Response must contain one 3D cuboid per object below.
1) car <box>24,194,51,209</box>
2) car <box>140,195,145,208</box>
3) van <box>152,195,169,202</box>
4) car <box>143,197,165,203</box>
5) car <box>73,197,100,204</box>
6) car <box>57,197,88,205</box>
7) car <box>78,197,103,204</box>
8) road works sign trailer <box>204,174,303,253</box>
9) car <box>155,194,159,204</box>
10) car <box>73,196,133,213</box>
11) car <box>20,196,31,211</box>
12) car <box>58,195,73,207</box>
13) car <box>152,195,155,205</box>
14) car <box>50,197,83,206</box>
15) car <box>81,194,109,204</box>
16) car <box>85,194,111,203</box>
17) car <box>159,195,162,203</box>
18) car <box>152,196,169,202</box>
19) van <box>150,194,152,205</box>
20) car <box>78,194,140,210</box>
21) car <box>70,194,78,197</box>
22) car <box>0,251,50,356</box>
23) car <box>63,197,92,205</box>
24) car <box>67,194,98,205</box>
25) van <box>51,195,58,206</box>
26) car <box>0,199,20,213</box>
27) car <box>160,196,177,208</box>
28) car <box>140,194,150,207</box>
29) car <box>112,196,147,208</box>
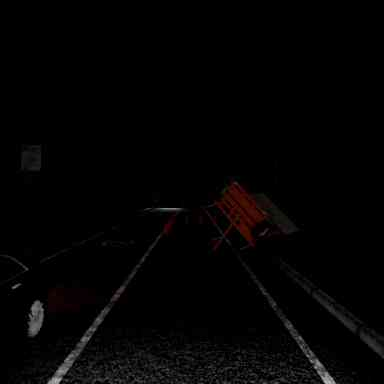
[{"bbox_3d":[-21.892,1.385,44.421,4.553,1.767,2.185,0,0,0],"label":"car"},{"bbox_3d":[-8.849,1.490,41.656,4.892,1.521,2.231,0,0,0],"label":"car"},{"bbox_3d":[-8.783,1.786,92.113,4.442,1.987,1.878,0,-1,0],"label":"van"},{"bbox_3d":[-8.910,1.869,78.095,4.792,1.488,2.163,0,-1,0],"label":"car"},{"bbox_3d":[-21.944,1.741,69.483,5.008,1.535,2.097,0,-1,0],"label":"car"},{"bbox_3d":[-21.908,1.689,61.128,4.792,1.488,2.163,0,-1,0],"label":"car"},{"bbox_3d":[-21.950,1.810,72.143,4.674,1.452,2.002,0,-1,0],"label":"car"},{"bbox_3d":[2.367,1.056,12.647,3.560,2.880,2.380,-5,45,-44],"label":"road works sign trailer"},{"bbox_3d":[-8.849,1.634,58.476,5.008,1.535,2.097,0,-1,0],"label":"car"},{"bbox_3d":[-8.841,1.450,33.251,4.892,1.521,2.231,0,0,0],"label":"car"},{"bbox_3d":[-21.926,1.513,38.851,4.674,1.452,2.002,0,0,0],"label":"car"},{"bbox_3d":[-21.925,1.623,52.772,4.674,1.452,2.002,0,-1,0],"label":"car"},{"bbox_3d":[-8.842,1.584,52.870,4.892,1.521,2.231,0,-1,0],"label":"car"},{"bbox_3d":[-21.928,1.634,58.343,5.008,1.535,2.097,0,-1,0],"label":"car"},{"bbox_3d":[-21.927,1.552,75.054,5.566,2.045,2.435,0,-1,0],"label":"car"},{"bbox_3d":[-21.932,1.585,77.715,5.566,2.045,2.435,0,-1,0],"label":"car"},{"bbox_3d":[-8.887,1.408,61.282,5.566,2.045,2.435,0,-1,0],"label":"car"},{"bbox_3d":[-8.935,1.921,94.915,4.553,1.767,2.185,0,-1,0],"label":"car"},{"bbox_3d":[-8.730,1.332,50.068,4.442,1.987,1.878,0,-1,0],"label":"van"},{"bbox_3d":[-8.874,1.208,36.054,5.566,2.045,2.435,0,0,0],"label":"car"},{"bbox_3d":[-21.745,1.605,55.557,5.366,1.575,1.946,0,-1,0],"label":"car"},{"bbox_3d":[-3.250,1.502,3.607,1.837,1.490,4.892,0,0,0],"label":"car"},{"bbox_3d":[-21.970,1.714,63.913,4.792,1.488,2.163,0,-1,0],"label":"car"},{"bbox_3d":[-21.917,1.460,66.699,5.566,2.045,2.435,0,-1,0],"label":"car"},{"bbox_3d":[-22.040,1.307,47.202,4.442,1.987,1.878,0,0,0],"label":"van"},{"bbox_3d":[-21.930,1.458,36.065,5.008,1.535,2.097,0,0,0],"label":"car"},{"bbox_3d":[-3.249,1.649,49.224,1.994,1.385,4.181,0,-1,0],"label":"car"},{"bbox_3d":[-8.872,1.259,44.464,5.566,2.045,2.435,0,0,0],"label":"car"},{"bbox_3d":[-8.813,1.407,47.263,4.553,1.767,2.185,0,-1,0],"label":"car"}]
